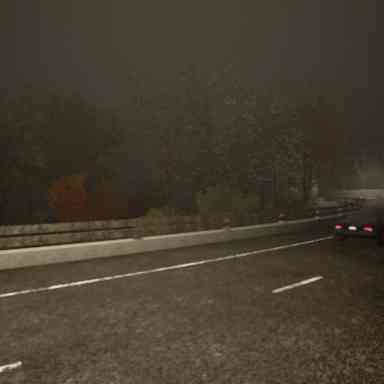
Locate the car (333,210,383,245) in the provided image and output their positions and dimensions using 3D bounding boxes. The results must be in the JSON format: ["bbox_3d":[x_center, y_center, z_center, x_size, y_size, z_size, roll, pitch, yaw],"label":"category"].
[{"bbox_3d":[8.654,1.596,15.978,5.357,1.411,2.033,0,0,-44],"label":"car"}]
